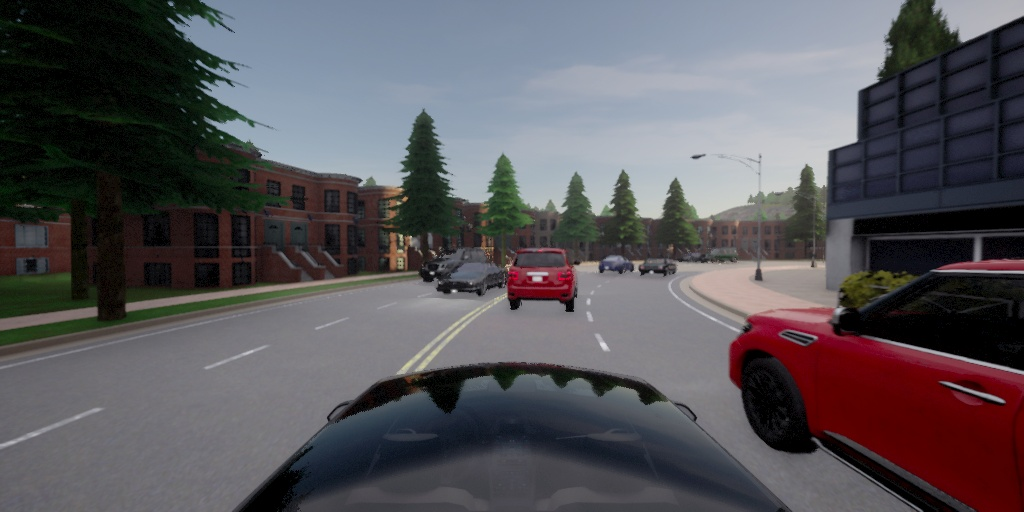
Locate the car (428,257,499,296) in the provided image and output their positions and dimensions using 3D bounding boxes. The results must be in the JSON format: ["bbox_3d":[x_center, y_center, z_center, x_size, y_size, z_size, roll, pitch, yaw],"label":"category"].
[{"bbox_3d":[-1.625,0.976,17.037,2.033,1.411,5.357,0,1,16],"label":"car"}]

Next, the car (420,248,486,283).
[{"bbox_3d":[-3.408,0.537,22.401,2.150,2.045,5.566,0,1,22],"label":"car"}]

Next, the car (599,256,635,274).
[{"bbox_3d":[8.661,0.693,29.593,1.812,1.442,4.674,1,1,35],"label":"car"}]

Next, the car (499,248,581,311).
[{"bbox_3d":[1.319,0.726,13.432,2.150,2.045,5.566,0,1,12],"label":"car"}]

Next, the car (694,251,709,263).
[{"bbox_3d":[27.873,0.003,48.365,5.566,2.045,2.150,0,1,-19],"label":"car"}]

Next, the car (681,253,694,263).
[{"bbox_3d":[26.147,0.260,51.512,5.357,1.411,2.033,0,1,-21],"label":"car"}]

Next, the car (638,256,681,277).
[{"bbox_3d":[11.158,0.819,27.207,1.895,1.301,4.718,1,1,35],"label":"car"}]

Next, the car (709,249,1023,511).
[{"bbox_3d":[3.618,0.970,1.892,2.150,2.045,5.566,0,1,1],"label":"car"}]
